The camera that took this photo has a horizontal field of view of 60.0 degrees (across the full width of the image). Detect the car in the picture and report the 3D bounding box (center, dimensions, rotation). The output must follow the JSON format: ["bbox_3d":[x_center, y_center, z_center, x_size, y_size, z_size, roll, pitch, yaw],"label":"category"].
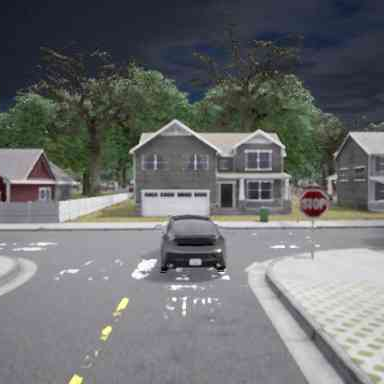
[{"bbox_3d":[-0.108,1.496,10.776,1.837,1.490,4.892,0,0,-5],"label":"car"}]
